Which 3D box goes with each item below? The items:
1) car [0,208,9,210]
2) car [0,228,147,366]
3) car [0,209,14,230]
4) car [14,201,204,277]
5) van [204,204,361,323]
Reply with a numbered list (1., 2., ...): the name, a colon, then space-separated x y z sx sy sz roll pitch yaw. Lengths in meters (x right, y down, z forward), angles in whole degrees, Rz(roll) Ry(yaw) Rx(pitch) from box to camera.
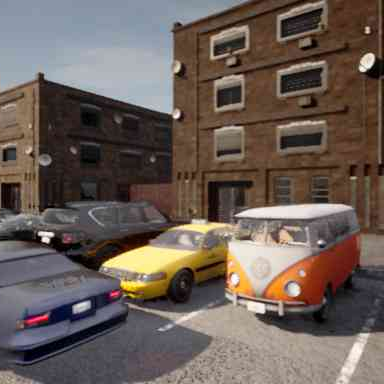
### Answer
1. car: -8.855 1.503 15.248 2.185 1.767 4.553 -1 0 36
2. car: -3.509 1.606 5.888 5.357 1.411 2.033 -1 0 36
3. car: -6.585 1.607 13.672 2.231 1.521 4.892 -1 0 36
4. car: -2.088 1.302 10.486 2.435 2.045 5.566 -1 0 36
5. van: 2.314 1.275 7.162 1.878 1.987 4.442 -1 0 36
